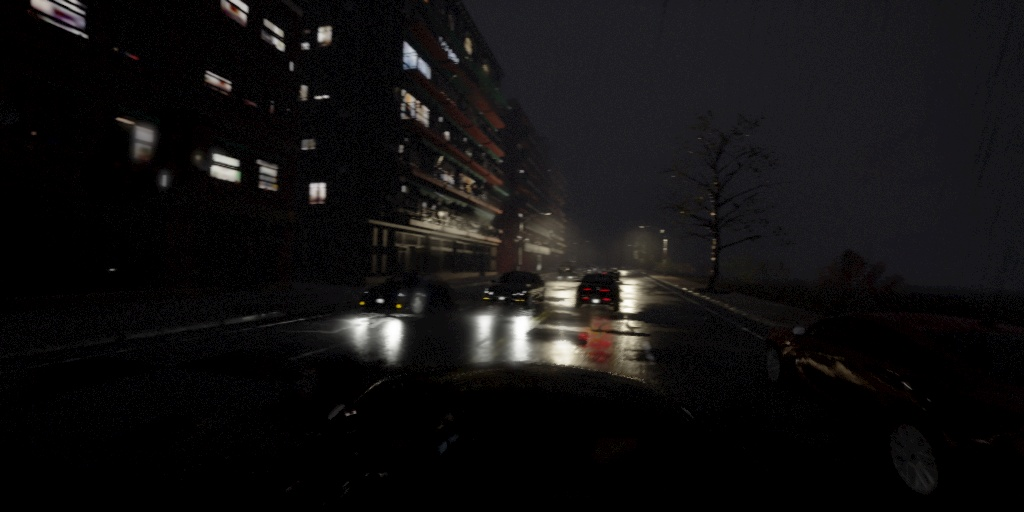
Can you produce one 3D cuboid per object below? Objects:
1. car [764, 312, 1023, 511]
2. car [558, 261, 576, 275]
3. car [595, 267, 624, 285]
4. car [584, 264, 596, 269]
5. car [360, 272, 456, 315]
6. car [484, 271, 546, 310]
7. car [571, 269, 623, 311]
[{"bbox_3d":[4.835,1.411,4.267,1.882,1.535,5.008,2,-1,17],"label":"car"},{"bbox_3d":[8.424,1.844,54.548,2.150,2.045,5.566,2,-1,17],"label":"car"},{"bbox_3d":[10.064,1.964,36.781,2.128,1.511,4.902,2,-1,17],"label":"car"},{"bbox_3d":[12.628,2.138,57.253,2.097,1.767,4.553,2,-1,17],"label":"car"},{"bbox_3d":[-3.796,1.333,13.761,1.994,1.385,4.181,2,-1,17],"label":"car"},{"bbox_3d":[0.301,1.431,16.126,1.837,1.490,4.892,2,-1,17],"label":"car"},{"bbox_3d":[4.028,1.555,16.551,1.837,1.490,4.892,2,0,17],"label":"car"}]
